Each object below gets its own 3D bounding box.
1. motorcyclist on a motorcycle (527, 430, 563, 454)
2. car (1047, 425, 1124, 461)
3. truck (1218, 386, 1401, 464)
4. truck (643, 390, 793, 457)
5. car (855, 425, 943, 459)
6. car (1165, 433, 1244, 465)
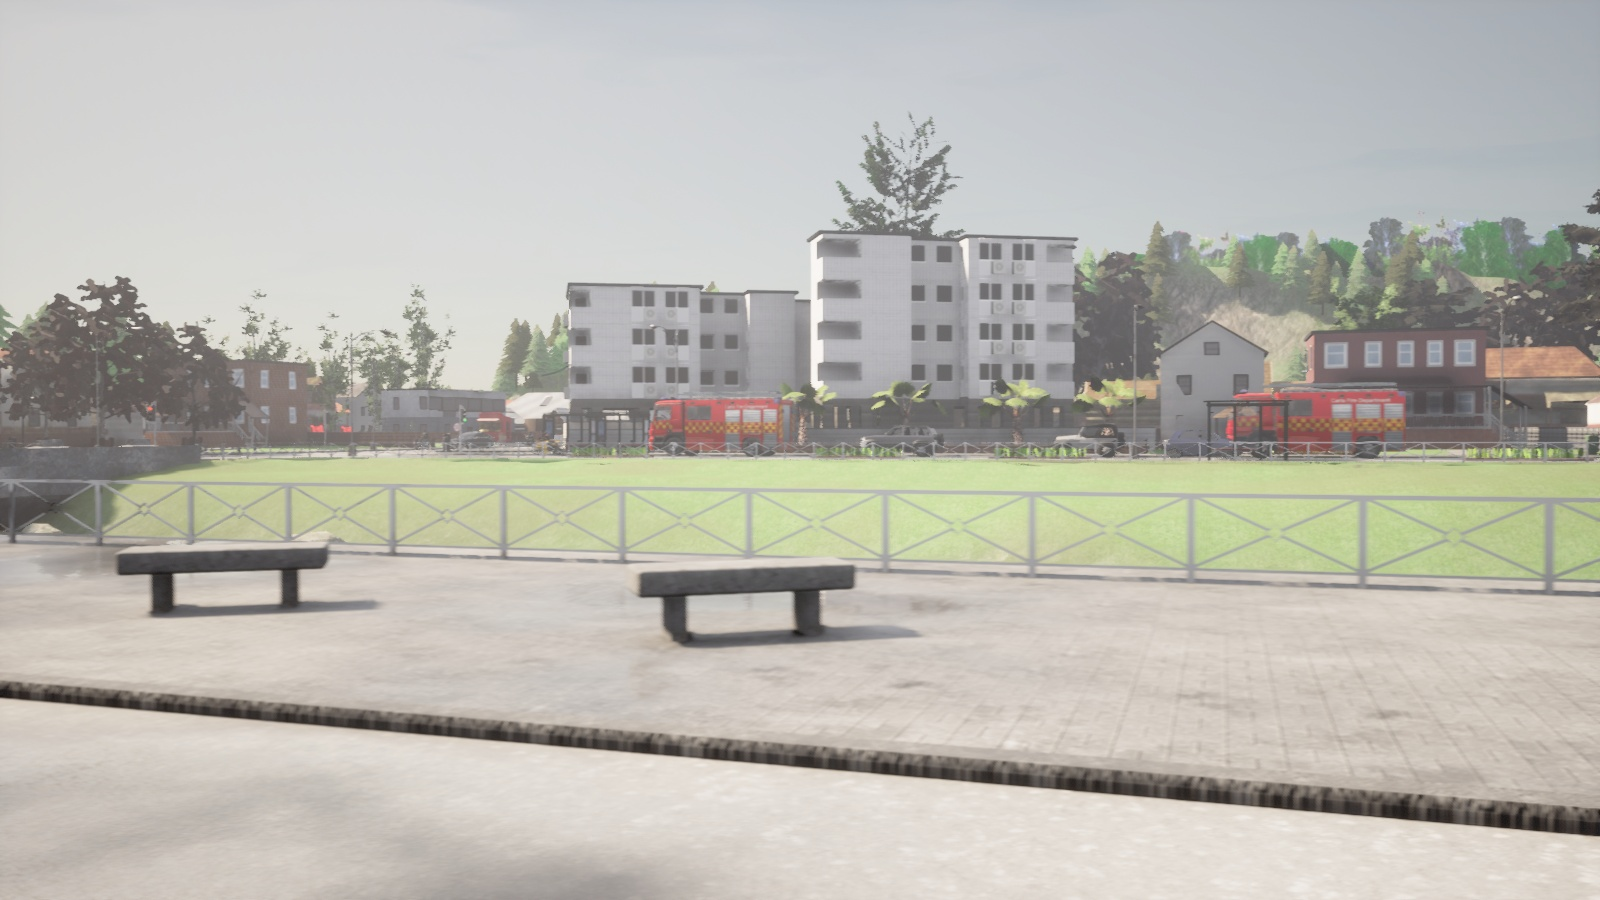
[{"bbox_3d":[-15.917,-0.507,78.396,2.044,1.523,0.797,0,1,19],"label":"motorcyclist on a motorcycle"},{"bbox_3d":[15.452,-0.404,67.838,3.866,1.878,1.905,1,1,19],"label":"car"},{"bbox_3d":[25.904,-1.271,64.309,8.468,3.827,2.891,0,1,19],"label":"truck"},{"bbox_3d":[-4.888,-1.551,74.635,8.468,3.827,2.891,1,1,20],"label":"truck"},{"bbox_3d":[5.610,-0.474,71.149,4.605,1.855,1.932,1,1,19],"label":"car"},{"bbox_3d":[20.005,-0.079,62.090,3.633,1.501,1.845,1,1,19],"label":"car"}]
